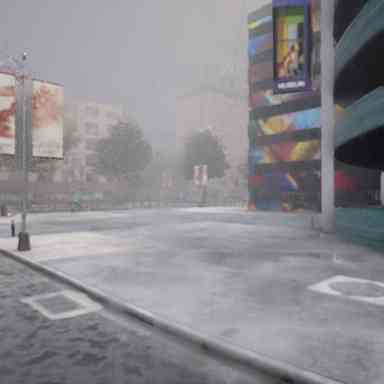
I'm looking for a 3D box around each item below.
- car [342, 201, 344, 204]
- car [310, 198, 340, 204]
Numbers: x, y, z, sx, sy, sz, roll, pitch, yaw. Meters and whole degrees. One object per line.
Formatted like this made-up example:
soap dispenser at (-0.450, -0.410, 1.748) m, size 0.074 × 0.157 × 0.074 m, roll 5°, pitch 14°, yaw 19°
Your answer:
car at (21.496, 1.733, 50.948) m, size 4.786 × 1.482 × 2.161 m, roll 0°, pitch -1°, yaw -43°
car at (15.335, 1.571, 39.645) m, size 4.674 × 1.452 × 2.002 m, roll 0°, pitch -1°, yaw -43°
